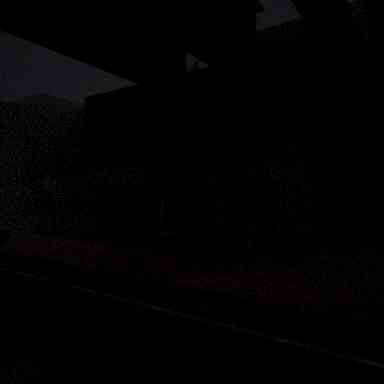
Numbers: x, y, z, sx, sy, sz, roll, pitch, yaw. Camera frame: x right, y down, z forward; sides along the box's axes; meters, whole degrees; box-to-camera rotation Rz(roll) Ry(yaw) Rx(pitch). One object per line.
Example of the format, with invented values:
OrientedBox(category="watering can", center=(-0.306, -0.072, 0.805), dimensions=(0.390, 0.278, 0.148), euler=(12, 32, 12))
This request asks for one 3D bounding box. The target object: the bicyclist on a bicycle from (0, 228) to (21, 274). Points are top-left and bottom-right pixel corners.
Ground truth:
OrientedBox(category="bicyclist on a bicycle", center=(-5.256, 1.435, 8.656), dimensions=(0.582, 1.620, 1.656), euler=(0, 1, 34))
